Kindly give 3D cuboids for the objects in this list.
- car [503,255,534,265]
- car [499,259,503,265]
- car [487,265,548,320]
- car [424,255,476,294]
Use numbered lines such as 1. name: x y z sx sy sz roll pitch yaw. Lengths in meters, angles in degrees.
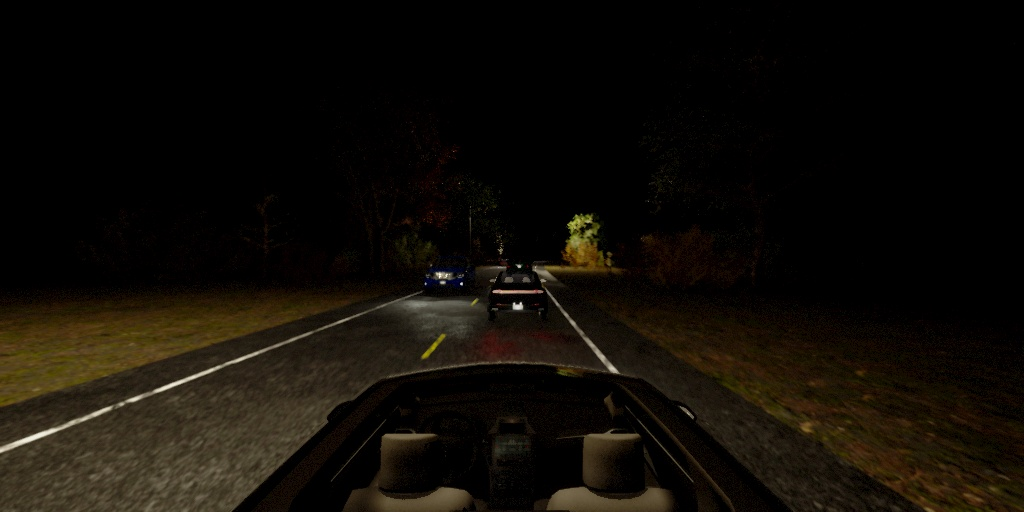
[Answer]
1. car: 0.686 0.948 31.309 2.150 2.045 5.566 0 0 2
2. car: -1.149 1.240 63.011 1.994 1.385 4.181 0 0 5
3. car: 0.202 1.235 12.568 2.128 1.511 4.902 0 0 1
4. car: -3.349 0.955 20.449 2.150 2.045 5.566 0 0 1
